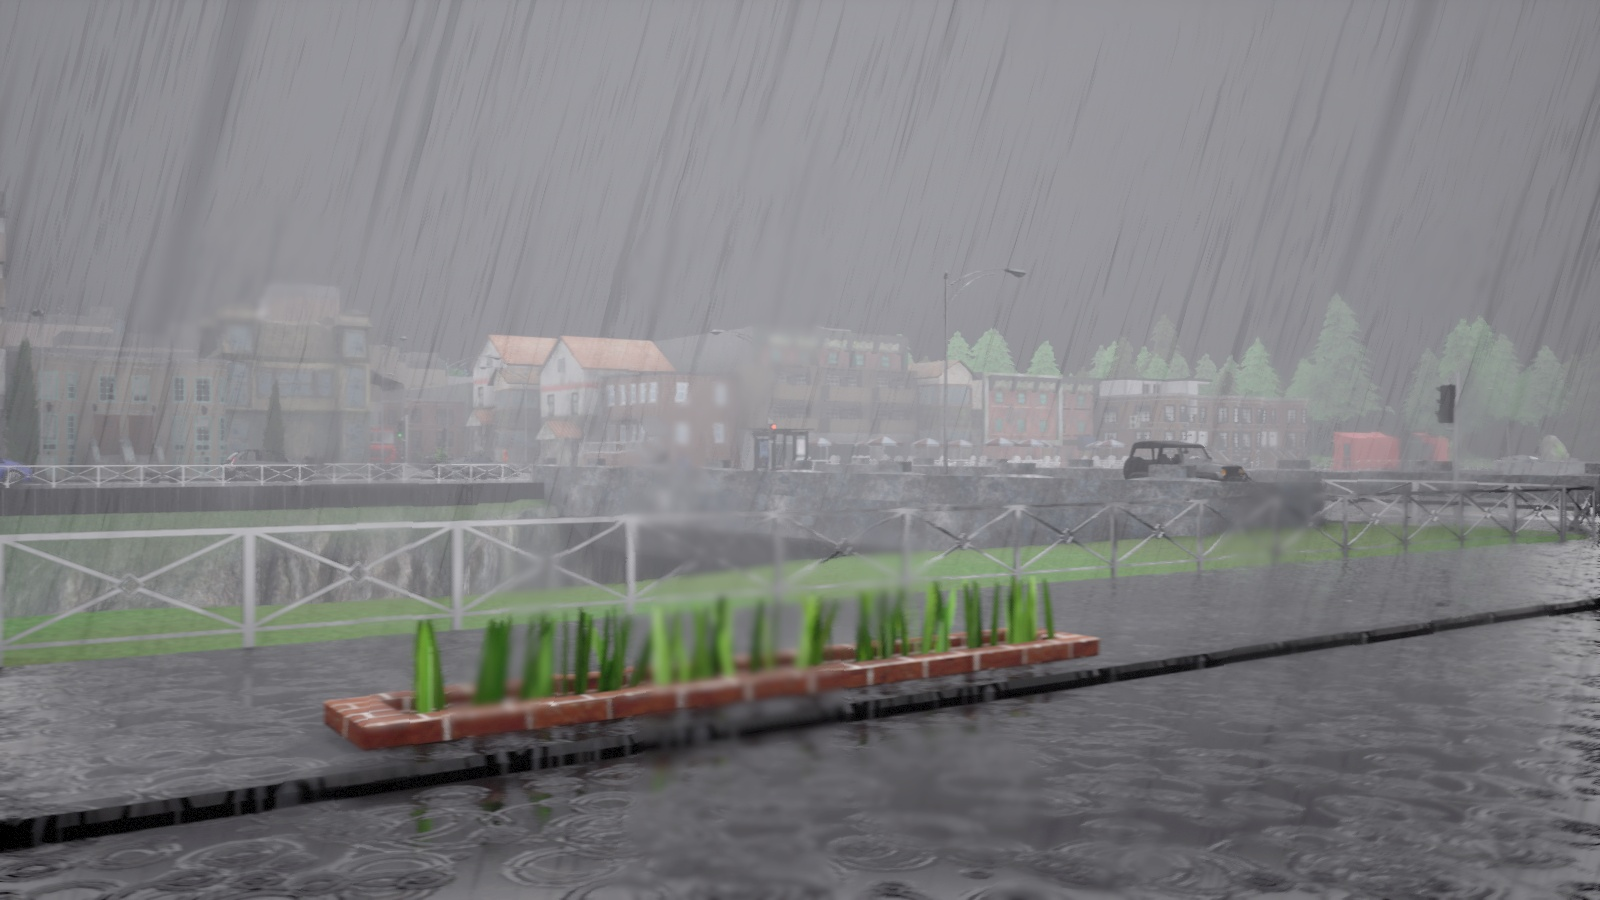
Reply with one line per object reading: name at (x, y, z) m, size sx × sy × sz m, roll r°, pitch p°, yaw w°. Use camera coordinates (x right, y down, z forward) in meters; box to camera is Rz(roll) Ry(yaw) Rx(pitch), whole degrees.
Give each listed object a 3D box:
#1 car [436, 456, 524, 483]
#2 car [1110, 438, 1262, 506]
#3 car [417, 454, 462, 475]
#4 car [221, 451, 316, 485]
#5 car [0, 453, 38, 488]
car at (-17.130, 1.010, 67.226) m, size 4.181 × 1.385 × 1.994 m, roll 0°, pitch 0°, yaw -28°
car at (11.195, 0.607, 36.642) m, size 1.905 × 1.878 × 3.866 m, roll 0°, pitch 0°, yaw -35°
car at (-25.728, 1.033, 89.632) m, size 1.816 × 1.474 × 4.193 m, roll 0°, pitch 0°, yaw -35°
car at (-25.973, 0.848, 61.392) m, size 3.988 × 1.617 × 1.851 m, roll 0°, pitch 0°, yaw -35°
car at (-35.811, 0.901, 54.540) m, size 4.514 × 1.525 × 2.007 m, roll 0°, pitch 0°, yaw -35°
